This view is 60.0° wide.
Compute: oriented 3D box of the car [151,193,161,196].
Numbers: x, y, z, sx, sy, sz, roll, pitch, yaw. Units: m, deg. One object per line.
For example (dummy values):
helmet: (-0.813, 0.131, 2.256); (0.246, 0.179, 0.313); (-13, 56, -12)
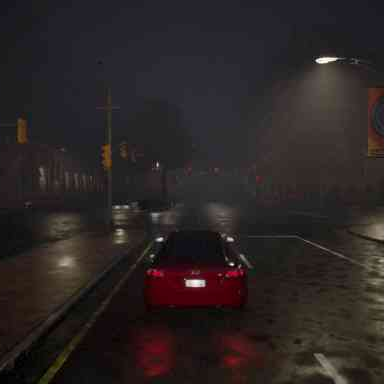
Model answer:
car: (-8.027, 1.225, 72.882); (2.150, 2.045, 5.566); (0, 0, 0)

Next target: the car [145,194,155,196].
car: (-8.104, 1.505, 57.454); (1.837, 1.490, 4.892); (0, 0, 0)

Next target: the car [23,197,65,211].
car: (-17.728, 1.352, 39.941); (4.553, 1.767, 2.097); (0, 0, -36)

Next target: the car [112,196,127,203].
car: (-14.775, 1.595, 67.921); (1.895, 1.301, 4.718); (0, 0, 0)

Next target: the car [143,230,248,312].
car: (0.072, 1.564, 7.814); (1.994, 1.385, 4.181); (0, 0, 0)

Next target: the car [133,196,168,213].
car: (-4.588, 1.505, 38.112); (1.837, 1.490, 4.892); (-2, 1, -36)

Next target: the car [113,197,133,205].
car: (-11.605, 1.601, 56.840); (1.895, 1.301, 4.718); (0, 0, 0)

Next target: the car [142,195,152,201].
car: (-11.532, 1.552, 86.182); (1.994, 1.385, 4.181); (0, 0, 0)

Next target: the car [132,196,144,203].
car: (-11.527, 1.553, 71.561); (1.994, 1.385, 4.181); (0, 0, 0)
